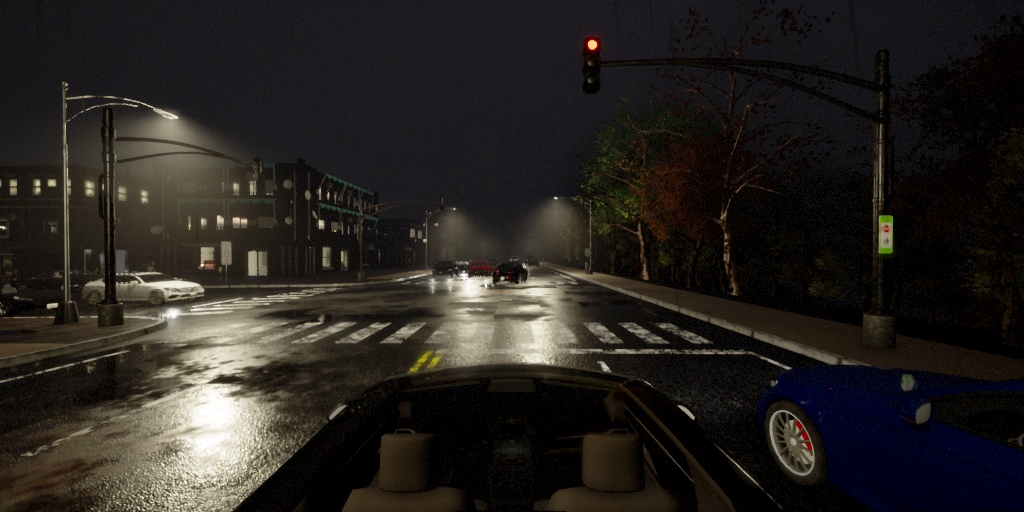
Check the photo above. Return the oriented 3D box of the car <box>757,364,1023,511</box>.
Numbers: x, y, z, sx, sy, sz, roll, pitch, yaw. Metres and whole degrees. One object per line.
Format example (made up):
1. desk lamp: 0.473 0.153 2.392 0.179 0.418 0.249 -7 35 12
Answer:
1. car: 3.355 1.276 1.635 1.812 1.442 4.674 0 0 1

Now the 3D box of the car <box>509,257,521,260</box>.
1. car: 0.609 1.289 64.554 1.994 1.385 4.181 0 0 0

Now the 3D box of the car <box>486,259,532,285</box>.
1. car: -0.084 1.247 26.465 1.837 1.490 4.892 2 0 14

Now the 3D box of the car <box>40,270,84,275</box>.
1. car: -28.118 1.559 22.401 4.403 1.370 2.007 0 0 1

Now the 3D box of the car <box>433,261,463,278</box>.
1. car: -6.330 1.217 34.738 1.882 1.535 5.008 0 0 1

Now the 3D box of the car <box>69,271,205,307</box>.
1. car: -16.824 1.463 16.412 4.674 1.442 1.812 -1 1 3

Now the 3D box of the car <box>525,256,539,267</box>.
1. car: 3.853 1.202 64.701 1.882 1.535 5.008 0 0 1

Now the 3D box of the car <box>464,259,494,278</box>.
1. car: -3.074 1.217 34.580 1.882 1.535 5.008 0 0 1

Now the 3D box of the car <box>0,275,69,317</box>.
1. car: -19.854 1.564 13.822 4.313 1.339 1.948 0 0 1

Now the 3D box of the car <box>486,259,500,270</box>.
1. car: -2.908 1.235 54.784 1.837 1.490 4.892 0 0 1
